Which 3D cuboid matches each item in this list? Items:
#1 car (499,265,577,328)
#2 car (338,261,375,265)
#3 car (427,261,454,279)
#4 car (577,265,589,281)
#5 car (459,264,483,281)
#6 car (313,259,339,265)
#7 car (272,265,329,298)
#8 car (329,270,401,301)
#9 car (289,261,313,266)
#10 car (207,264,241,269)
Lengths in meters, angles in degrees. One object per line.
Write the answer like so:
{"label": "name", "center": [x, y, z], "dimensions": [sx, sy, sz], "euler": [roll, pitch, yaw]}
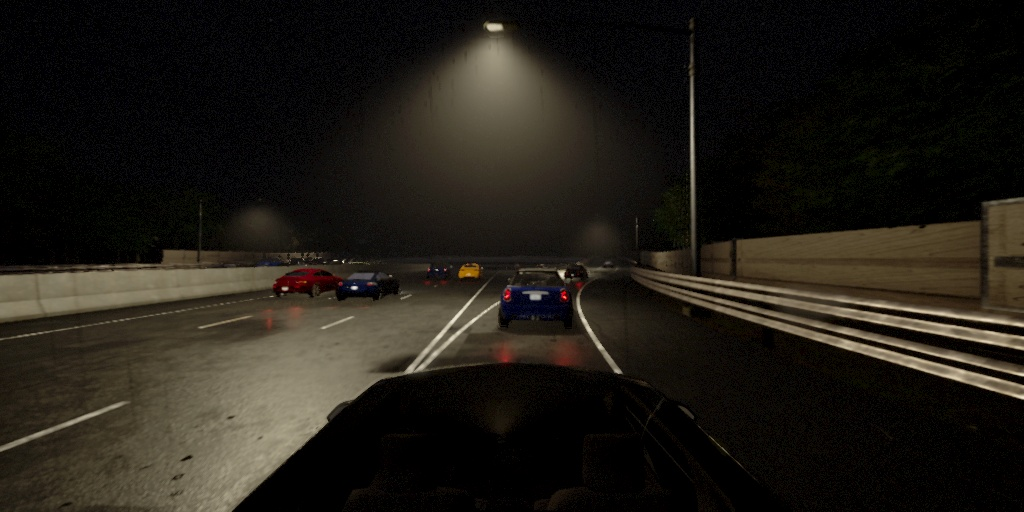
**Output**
{"label": "car", "center": [0.887, 1.169, 11.958], "dimensions": [2.097, 1.767, 4.553], "euler": [0, 0, 7]}
{"label": "car", "center": [-21.559, 1.780, 49.991], "dimensions": [2.033, 1.411, 5.357], "euler": [0, -1, 0]}
{"label": "car", "center": [-7.263, 1.397, 36.766], "dimensions": [2.097, 1.767, 4.553], "euler": [0, -1, -1]}
{"label": "car", "center": [6.228, 1.593, 34.760], "dimensions": [1.812, 1.442, 4.674], "euler": [-1, -1, 18]}
{"label": "car", "center": [-3.838, 1.497, 34.260], "dimensions": [1.882, 1.535, 5.008], "euler": [0, -1, -1]}
{"label": "car", "center": [-25.057, 1.577, 49.988], "dimensions": [2.097, 1.767, 4.553], "euler": [0, -1, 0]}
{"label": "car", "center": [-10.576, 1.370, 18.988], "dimensions": [1.812, 1.442, 4.674], "euler": [0, 0, 0]}
{"label": "car", "center": [-7.080, 1.410, 18.075], "dimensions": [1.994, 1.385, 4.181], "euler": [0, 0, -1]}
{"label": "car", "center": [-28.544, 1.755, 49.531], "dimensions": [2.033, 1.411, 5.357], "euler": [0, -1, 0]}
{"label": "car", "center": [-37.417, 1.674, 46.652], "dimensions": [1.895, 1.301, 4.718], "euler": [1, -1, -15]}
